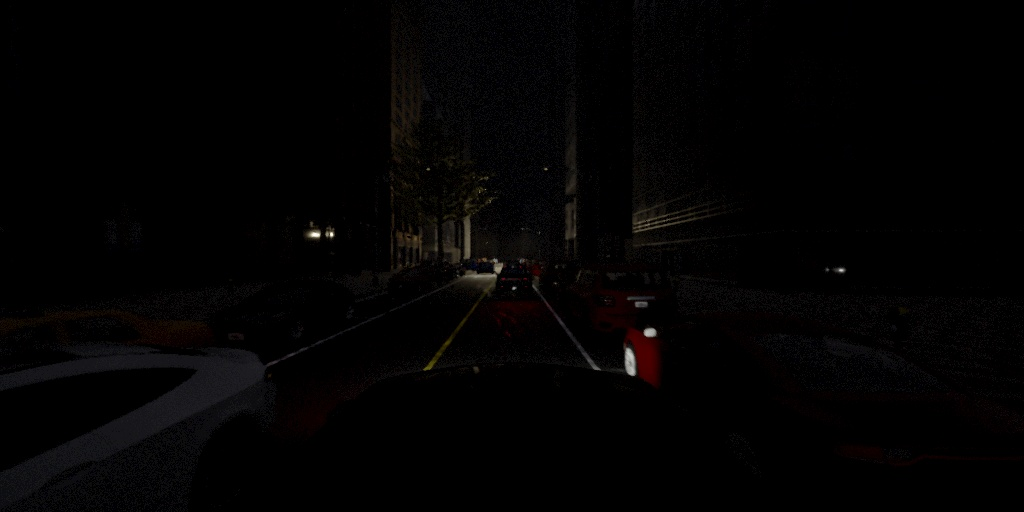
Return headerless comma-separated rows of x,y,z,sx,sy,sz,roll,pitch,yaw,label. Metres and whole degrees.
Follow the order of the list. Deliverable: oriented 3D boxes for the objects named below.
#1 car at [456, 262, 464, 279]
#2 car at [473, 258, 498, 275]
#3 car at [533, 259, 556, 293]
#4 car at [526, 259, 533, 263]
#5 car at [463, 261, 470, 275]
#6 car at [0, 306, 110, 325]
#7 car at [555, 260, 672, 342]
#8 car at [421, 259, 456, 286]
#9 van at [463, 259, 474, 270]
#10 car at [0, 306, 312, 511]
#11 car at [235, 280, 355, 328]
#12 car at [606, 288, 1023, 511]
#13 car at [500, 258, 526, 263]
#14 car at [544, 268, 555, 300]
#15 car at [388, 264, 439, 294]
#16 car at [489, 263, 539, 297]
-5.856,1.429,32.350,1.948,1.339,4.313,0,0,0,car
-3.086,1.387,42.604,1.882,1.535,5.008,0,0,0,car
2.669,1.135,21.062,2.192,1.841,5.009,0,0,0,car
2.669,1.178,32.340,2.192,1.841,5.009,0,0,0,car
-5.856,1.468,37.988,1.802,1.307,4.207,0,0,0,car
-5.857,1.284,3.982,1.751,1.417,4.829,0,0,0,car
2.668,1.093,9.785,2.192,1.841,5.009,0,0,0,car
-5.857,1.156,26.710,2.192,1.841,5.009,0,0,0,car
-5.856,1.288,49.266,1.690,1.789,3.998,0,0,0,van
-3.087,1.275,1.526,1.812,1.442,4.674,0,0,0,car
-5.857,1.344,9.792,1.948,1.339,4.313,0,0,0,car
2.668,1.304,4.146,1.888,1.381,4.507,0,0,0,car
0.103,1.245,39.541,2.097,1.767,4.553,0,0,0,car
2.668,1.365,15.423,1.948,1.339,4.313,0,0,0,car
-5.857,1.365,21.070,1.888,1.381,4.507,0,0,0,car
0.100,1.306,19.217,2.128,1.511,4.902,0,0,0,car
